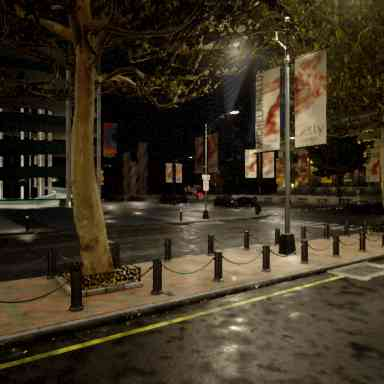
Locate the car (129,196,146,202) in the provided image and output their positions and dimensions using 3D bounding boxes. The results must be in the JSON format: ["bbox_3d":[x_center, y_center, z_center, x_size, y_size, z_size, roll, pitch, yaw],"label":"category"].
[{"bbox_3d":[-12.349,1.523,73.156,4.674,1.442,1.812,0,0,30],"label":"car"}]

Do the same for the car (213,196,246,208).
[{"bbox_3d":[5.128,1.352,48.051,2.097,1.767,4.553,0,0,-35],"label":"car"}]

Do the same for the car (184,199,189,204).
[{"bbox_3d":[-2.927,1.547,65.200,2.033,1.411,5.357,0,0,-38],"label":"car"}]

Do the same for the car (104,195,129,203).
[{"bbox_3d":[-16.508,1.341,71.403,4.553,1.767,2.097,0,0,26],"label":"car"}]

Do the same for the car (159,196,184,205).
[{"bbox_3d":[-4.130,1.477,60.833,1.882,1.535,5.008,0,0,-39],"label":"car"}]

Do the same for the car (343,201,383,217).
[{"bbox_3d":[16.689,1.564,31.672,1.994,1.385,4.181,0,0,-35],"label":"car"}]

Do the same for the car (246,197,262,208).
[{"bbox_3d":[8.242,1.504,49.717,1.837,1.490,4.892,0,0,-35],"label":"car"}]
